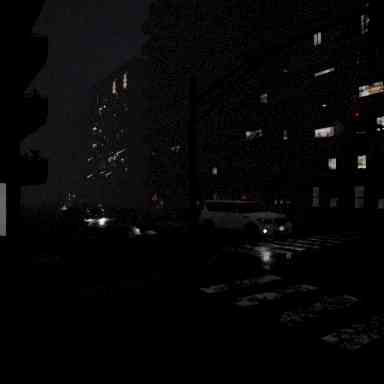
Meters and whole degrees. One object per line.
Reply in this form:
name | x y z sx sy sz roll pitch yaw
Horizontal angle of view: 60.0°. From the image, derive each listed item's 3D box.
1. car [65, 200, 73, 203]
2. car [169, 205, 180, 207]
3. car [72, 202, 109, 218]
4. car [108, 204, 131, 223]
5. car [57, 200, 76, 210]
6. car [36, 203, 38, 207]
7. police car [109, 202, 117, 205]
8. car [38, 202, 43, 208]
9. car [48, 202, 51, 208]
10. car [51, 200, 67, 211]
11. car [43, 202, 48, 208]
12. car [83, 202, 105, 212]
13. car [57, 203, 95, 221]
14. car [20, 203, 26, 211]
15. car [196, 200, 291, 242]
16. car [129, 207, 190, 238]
car | -17.665 2.418 51.760 2.128 1.511 4.902 0 -1 -36
car | -1.802 2.044 34.223 1.887 1.381 4.507 -1 0 -36
car | -11.681 2.023 38.080 2.097 1.767 4.553 0 -1 -36
car | -5.113 2.018 29.003 2.033 1.411 5.357 0 -1 -36
car | -25.085 2.523 66.314 2.192 1.841 5.009 -1 0 -36
car | -38.376 3.167 84.655 1.947 1.339 4.313 -1 0 -36
police car | -12.286 2.255 49.510 1.930 1.638 5.238 0 -1 -36
car | -35.055 3.048 80.068 1.887 1.381 4.507 -1 0 -36
car | -28.411 2.622 70.900 2.192 1.841 5.009 -1 0 -36
car | -23.196 2.599 59.386 1.837 1.490 4.892 0 -1 -36
car | -31.729 2.971 75.483 1.947 1.339 4.313 -1 0 -36
car | -16.326 2.431 55.091 1.882 1.535 5.008 0 -1 -36
car | -11.848 2.163 33.857 1.887 1.381 4.507 -1 0 -36
car | -31.801 2.769 61.365 1.887 1.381 4.507 -1 0 -36
car | 2.696 1.447 18.237 2.150 2.045 5.566 0 -1 -36
car | -1.773 1.832 19.966 1.752 1.417 4.829 -1 0 -36
